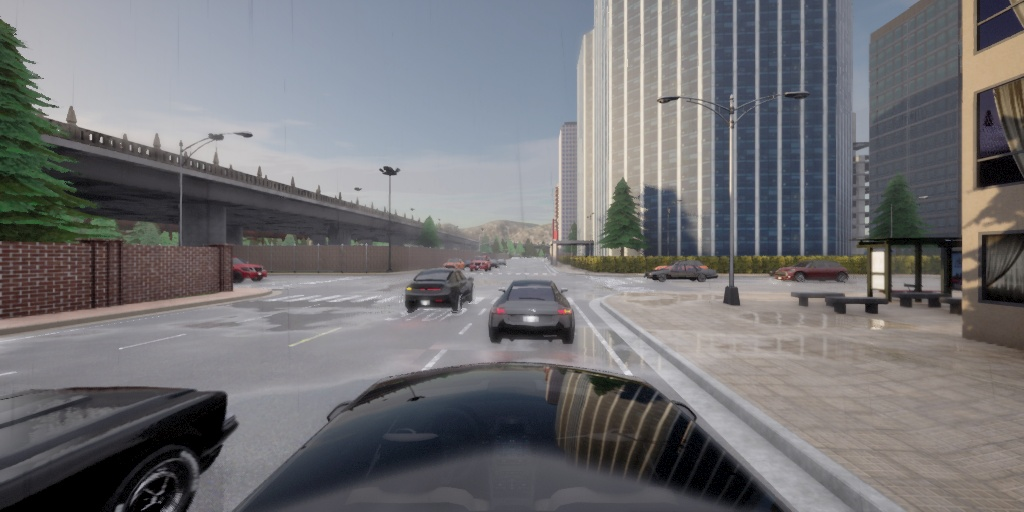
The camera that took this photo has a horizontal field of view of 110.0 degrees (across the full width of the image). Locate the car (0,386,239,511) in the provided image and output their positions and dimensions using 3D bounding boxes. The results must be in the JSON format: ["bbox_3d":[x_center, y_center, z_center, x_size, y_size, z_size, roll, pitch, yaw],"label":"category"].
[{"bbox_3d":[-3.377,1.351,0.977,1.895,1.301,4.718,0,0,2],"label":"car"}]

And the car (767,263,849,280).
[{"bbox_3d":[25.849,1.353,31.457,5.357,1.411,2.033,0,0,4],"label":"car"}]

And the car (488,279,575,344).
[{"bbox_3d":[0.557,1.314,9.633,1.994,1.385,4.181,0,0,4],"label":"car"}]

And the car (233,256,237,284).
[{"bbox_3d":[-22.268,1.027,24.244,5.566,2.045,2.150,0,0,4],"label":"car"}]

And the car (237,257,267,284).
[{"bbox_3d":[-22.133,1.027,27.750,5.566,2.045,2.150,0,0,4],"label":"car"}]

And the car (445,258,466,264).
[{"bbox_3d":[-7.534,1.102,46.595,2.097,1.767,4.553,0,0,5],"label":"car"}]

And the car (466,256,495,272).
[{"bbox_3d":[-4.000,0.971,46.553,2.150,2.045,5.566,0,0,4],"label":"car"}]

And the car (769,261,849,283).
[{"bbox_3d":[23.372,1.158,28.128,4.553,1.767,2.097,0,0,4],"label":"car"}]

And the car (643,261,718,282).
[{"bbox_3d":[13.507,1.353,28.853,5.357,1.411,2.033,0,0,4],"label":"car"}]

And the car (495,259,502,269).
[{"bbox_3d":[-3.186,1.228,57.837,1.882,1.535,5.008,0,0,4],"label":"car"}]

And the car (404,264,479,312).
[{"bbox_3d":[-2.691,1.256,14.125,1.837,1.490,4.892,0,0,3],"label":"car"}]
